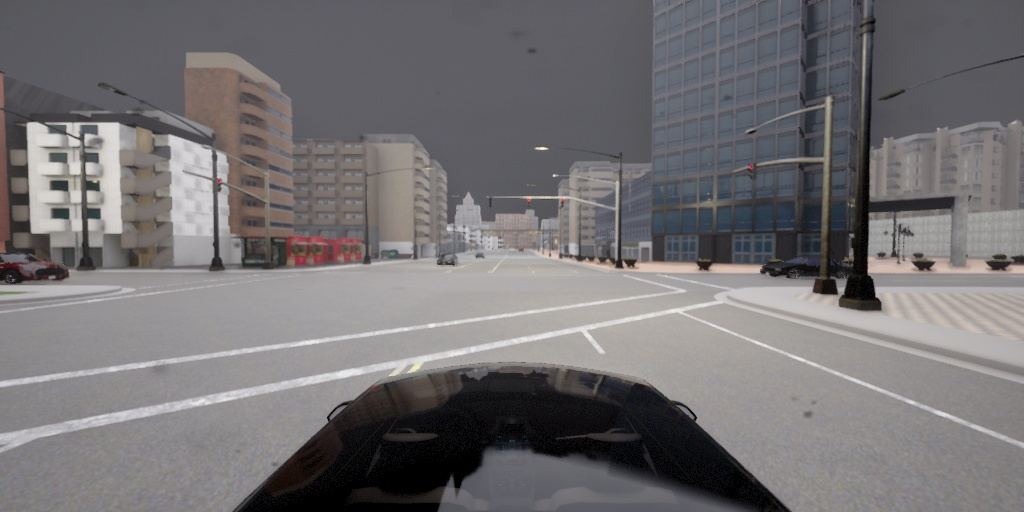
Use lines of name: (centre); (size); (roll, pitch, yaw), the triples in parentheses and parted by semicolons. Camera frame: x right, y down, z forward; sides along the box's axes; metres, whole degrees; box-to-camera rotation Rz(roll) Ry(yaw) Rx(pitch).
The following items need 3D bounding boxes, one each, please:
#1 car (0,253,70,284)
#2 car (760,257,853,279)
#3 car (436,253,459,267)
car: (-27.816, 0.598, 19.948); (4.553, 1.767, 2.097); (0, 2, 1)
car: (19.301, 0.746, 23.279); (5.357, 1.411, 2.033); (0, 2, 1)
car: (-7.006, 0.434, 39.322); (1.837, 1.490, 4.892); (0, 2, 0)
